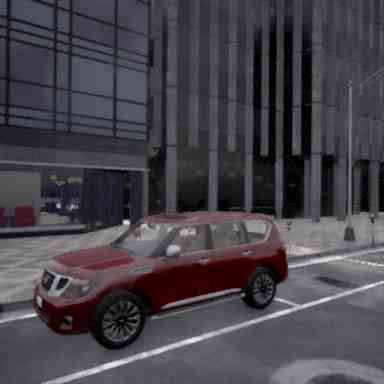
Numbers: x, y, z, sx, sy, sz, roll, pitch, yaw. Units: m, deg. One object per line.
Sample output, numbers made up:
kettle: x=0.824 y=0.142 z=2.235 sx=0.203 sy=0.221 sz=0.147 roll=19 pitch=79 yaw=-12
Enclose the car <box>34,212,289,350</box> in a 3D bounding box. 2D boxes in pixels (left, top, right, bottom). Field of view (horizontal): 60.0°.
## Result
car: x=-0.240 y=1.350 z=6.472 sx=5.009 sy=1.841 sz=2.192 roll=1 pitch=0 yaw=-35
